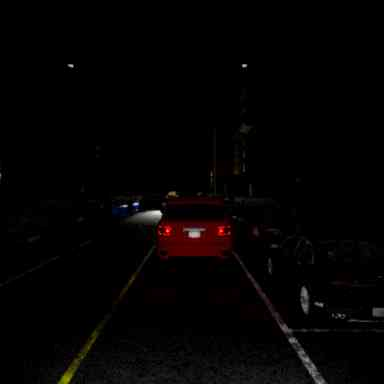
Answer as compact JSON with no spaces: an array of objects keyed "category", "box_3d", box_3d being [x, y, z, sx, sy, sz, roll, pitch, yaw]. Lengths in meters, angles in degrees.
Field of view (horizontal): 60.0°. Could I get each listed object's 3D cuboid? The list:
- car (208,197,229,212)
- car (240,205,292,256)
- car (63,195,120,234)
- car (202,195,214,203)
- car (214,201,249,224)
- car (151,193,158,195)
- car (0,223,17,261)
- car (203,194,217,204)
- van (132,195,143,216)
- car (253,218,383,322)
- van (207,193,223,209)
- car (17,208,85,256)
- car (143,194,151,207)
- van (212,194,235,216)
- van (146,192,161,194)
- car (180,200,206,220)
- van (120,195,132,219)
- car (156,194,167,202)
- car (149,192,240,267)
[{"category":"car","box_3d":[2.767,1.298,35.415,1.887,1.381,4.507,0,0,0]},{"category":"car","box_3d":[2.763,1.350,12.703,1.967,1.590,4.097,0,0,0]},{"category":"car","box_3d":[-5.761,1.186,18.373,2.192,1.841,5.009,0,0,0]},{"category":"car","box_3d":[2.771,1.185,58.125,1.802,1.307,4.206,0,0,0]},{"category":"car","box_3d":[2.766,1.382,24.060,2.008,1.369,4.403,0,0,0]},{"category":"car","box_3d":[-3.089,1.226,38.347,2.128,1.511,4.902,0,0,0]},{"category":"car","box_3d":[-5.762,1.532,7.020,1.802,1.307,4.206,0,0,0]},{"category":"car","box_3d":[2.770,1.080,52.446,1.967,1.590,4.097,0,0,0]},{"category":"van","box_3d":[-5.759,1.134,29.728,1.690,1.788,3.998,0,0,0]},{"category":"car","box_3d":[2.763,1.500,7.027,2.008,1.369,4.403,0,0,0]},{"category":"van","box_3d":[2.768,1.056,41.090,1.690,1.788,3.998,0,0,0]},{"category":"car","box_3d":[-5.761,1.492,12.697,1.802,1.307,4.206,0,0,0]},{"category":"car","box_3d":[-5.757,1.298,41.084,1.802,1.307,4.206,0,0,0]},{"category":"van","box_3d":[2.766,1.133,29.736,1.690,1.788,3.998,0,0,0]},{"category":"van","box_3d":[-5.756,1.019,46.760,1.690,1.788,3.998,0,0,0]},{"category":"car","box_3d":[0.089,1.409,27.379,1.895,1.301,4.718,0,0,0]},{"category":"van","box_3d":[-5.760,1.173,24.051,1.690,1.788,3.998,0,0,0]},{"category":"car","box_3d":[-5.753,1.093,63.623,1.752,1.417,4.829,0,0,0]},{"category":"car","box_3d":[0.078,1.144,11.198,2.150,2.045,5.566,0,1,0]}]
